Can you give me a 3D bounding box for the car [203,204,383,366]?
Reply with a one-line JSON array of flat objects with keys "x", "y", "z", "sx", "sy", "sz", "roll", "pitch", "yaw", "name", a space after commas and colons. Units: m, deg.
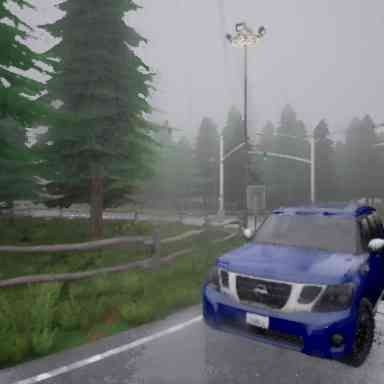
[{"x": 2.445, "y": 1.286, "z": 6.448, "sx": 2.150, "sy": 2.045, "sz": 5.566, "roll": 0, "pitch": 0, "yaw": 36, "name": "car"}]
